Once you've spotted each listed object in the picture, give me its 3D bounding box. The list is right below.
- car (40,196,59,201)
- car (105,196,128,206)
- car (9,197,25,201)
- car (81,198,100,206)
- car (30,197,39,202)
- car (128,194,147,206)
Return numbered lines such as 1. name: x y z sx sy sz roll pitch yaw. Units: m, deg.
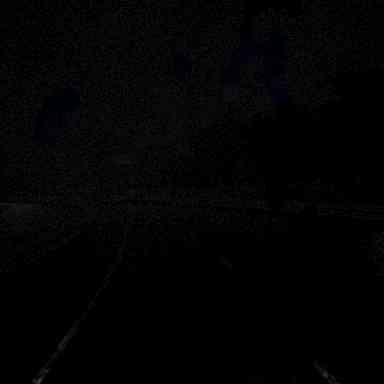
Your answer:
1. car: -36.491 1.707 86.216 5.008 1.535 1.882 0 0 37
2. car: -13.067 1.588 55.685 2.128 1.511 4.902 0 0 -35
3. car: -43.669 1.858 82.767 4.718 1.301 1.895 0 0 34
4. car: -16.928 1.716 55.198 1.895 1.301 4.718 0 0 -35
5. car: -40.295 1.842 84.654 4.718 1.301 1.895 0 0 34
6. car: -9.689 1.302 56.902 2.150 2.045 5.566 0 0 -35
